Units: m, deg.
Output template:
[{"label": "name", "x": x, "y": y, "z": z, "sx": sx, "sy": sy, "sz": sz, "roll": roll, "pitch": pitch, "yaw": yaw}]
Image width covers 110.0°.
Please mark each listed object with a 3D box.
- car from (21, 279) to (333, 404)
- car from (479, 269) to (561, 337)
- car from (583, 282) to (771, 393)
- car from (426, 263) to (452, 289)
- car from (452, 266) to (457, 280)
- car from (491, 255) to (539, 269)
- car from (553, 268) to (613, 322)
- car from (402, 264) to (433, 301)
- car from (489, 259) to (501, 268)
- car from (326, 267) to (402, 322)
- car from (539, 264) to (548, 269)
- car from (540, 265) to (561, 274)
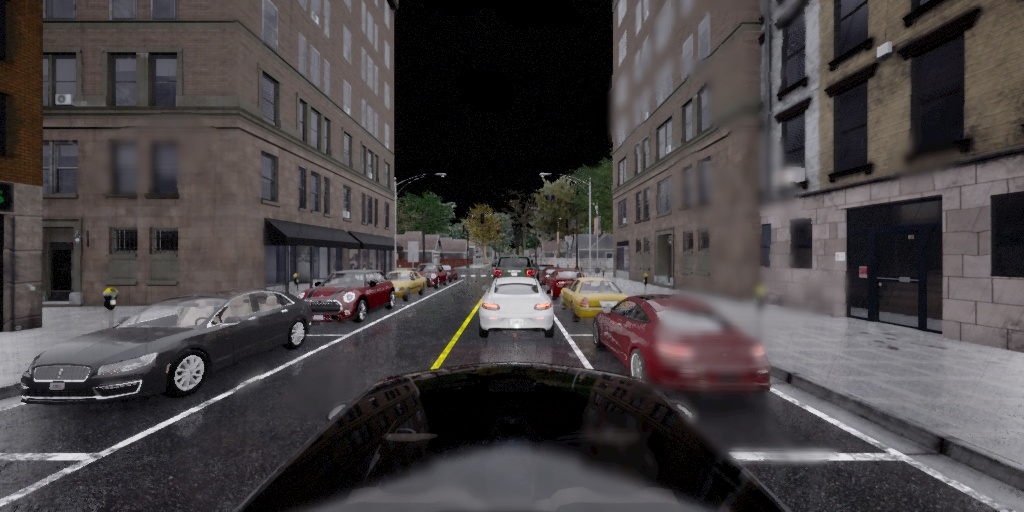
[{"label": "car", "x": -5.386, "y": 1.301, "z": 6.433, "sx": 2.007, "sy": 1.370, "sz": 4.403, "roll": 0, "pitch": 0, "yaw": 0}, {"label": "car", "x": 0.103, "y": 1.277, "z": 10.152, "sx": 1.812, "sy": 1.442, "sz": 4.674, "roll": 0, "pitch": 0, "yaw": 0}, {"label": "car", "x": 2.639, "y": 1.332, "z": 6.431, "sx": 1.802, "sy": 1.307, "sz": 4.207, "roll": 0, "pitch": 0, "yaw": 0}, {"label": "car", "x": -5.377, "y": 1.198, "z": 22.989, "sx": 1.967, "sy": 1.591, "sz": 4.097, "roll": 0, "pitch": 0, "yaw": 0}, {"label": "car", "x": -5.374, "y": 1.343, "z": 28.508, "sx": 1.802, "sy": 1.307, "sz": 4.207, "roll": 0, "pitch": 0, "yaw": 0}, {"label": "car", "x": 0.110, "y": 0.978, "z": 19.915, "sx": 2.150, "sy": 2.045, "sz": 5.566, "roll": 0, "pitch": 0, "yaw": 0}, {"label": "car", "x": 2.642, "y": 1.278, "z": 12.120, "sx": 1.751, "sy": 1.417, "sz": 4.829, "roll": 0, "pitch": 0, "yaw": 0}, {"label": "car", "x": -5.380, "y": 1.280, "z": 17.300, "sx": 1.751, "sy": 1.417, "sz": 4.829, "roll": 0, "pitch": 0, "yaw": 0}, {"label": "car", "x": -3.043, "y": 1.281, "z": 64.406, "sx": 1.882, "sy": 1.535, "sz": 5.008, "roll": 0, "pitch": 0, "yaw": 0}, {"label": "car", "x": -5.383, "y": 1.192, "z": 11.951, "sx": 1.967, "sy": 1.591, "sz": 4.097, "roll": 0, "pitch": 0, "yaw": 0}, {"label": "car", "x": 2.648, "y": 1.340, "z": 22.986, "sx": 1.802, "sy": 1.307, "sz": 4.207, "roll": 0, "pitch": 0, "yaw": 0}, {"label": "car", "x": 2.645, "y": 1.300, "z": 17.468, "sx": 1.888, "sy": 1.381, "sz": 4.507, "roll": 0, "pitch": 0, "yaw": 0}]
